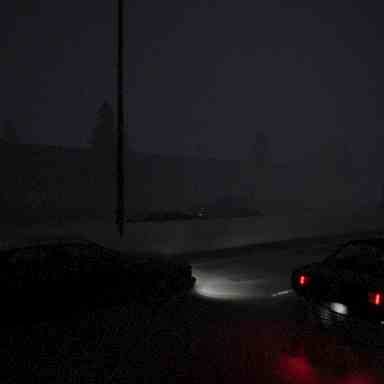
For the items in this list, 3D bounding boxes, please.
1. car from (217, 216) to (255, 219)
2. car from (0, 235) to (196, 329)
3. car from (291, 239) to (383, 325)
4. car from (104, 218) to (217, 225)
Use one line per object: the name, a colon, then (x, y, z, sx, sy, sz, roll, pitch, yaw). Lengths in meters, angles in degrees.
car: (3.105, 1.615, 23.367, 4.181, 1.385, 1.994, 0, 0, -35)
car: (-2.544, 1.551, 6.223, 5.357, 1.411, 2.033, 0, 0, -35)
car: (4.225, 1.624, 6.742, 4.718, 1.301, 1.895, 0, 0, -35)
car: (-1.684, 1.571, 15.670, 5.357, 1.411, 2.033, 0, 0, -35)
